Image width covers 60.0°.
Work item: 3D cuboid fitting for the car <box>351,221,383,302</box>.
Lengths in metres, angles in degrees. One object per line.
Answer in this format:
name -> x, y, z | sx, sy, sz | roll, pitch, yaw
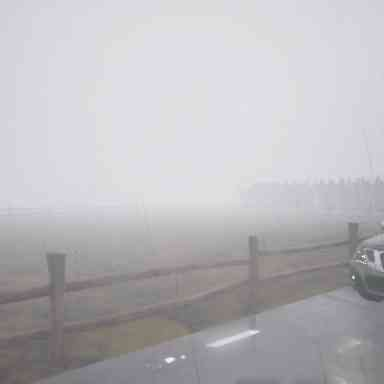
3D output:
car -> 5.730, 1.221, 7.163 | 5.566, 2.045, 2.150 | 0, 0, -36
